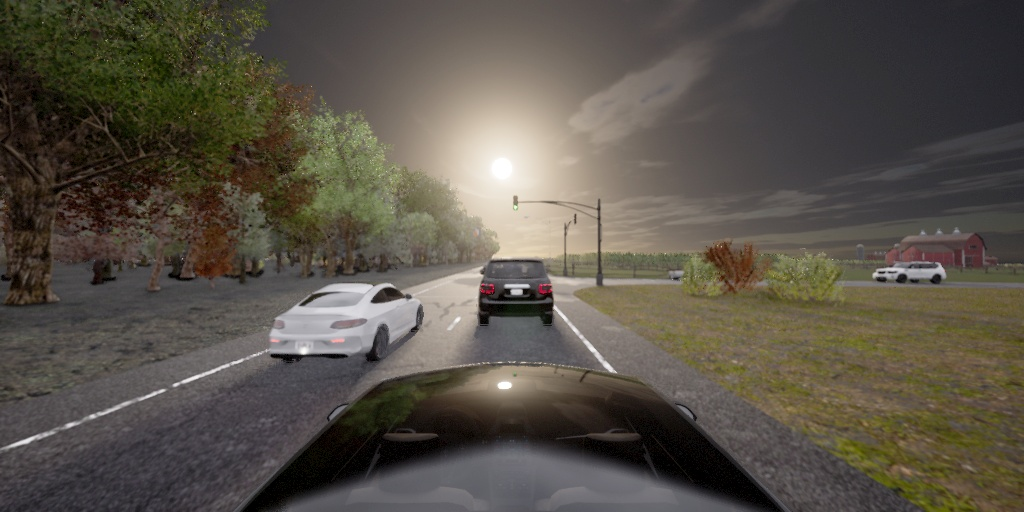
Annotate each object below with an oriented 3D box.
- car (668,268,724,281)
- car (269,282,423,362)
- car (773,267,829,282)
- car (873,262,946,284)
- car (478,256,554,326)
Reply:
[{"bbox_3d":[17.949,1.780,35.215,4.718,1.301,1.895,1,-1,1],"label":"car"},{"bbox_3d":[-3.400,1.311,8.175,1.812,1.442,4.674,0,0,0],"label":"car"},{"bbox_3d":[28.220,1.783,35.151,4.902,1.511,2.128,1,-1,0],"label":"car"},{"bbox_3d":[38.851,1.629,35.101,5.566,2.045,2.150,1,-1,0],"label":"car"},{"bbox_3d":[0.088,1.032,12.112,2.150,2.045,5.566,0,0,-1],"label":"car"}]
